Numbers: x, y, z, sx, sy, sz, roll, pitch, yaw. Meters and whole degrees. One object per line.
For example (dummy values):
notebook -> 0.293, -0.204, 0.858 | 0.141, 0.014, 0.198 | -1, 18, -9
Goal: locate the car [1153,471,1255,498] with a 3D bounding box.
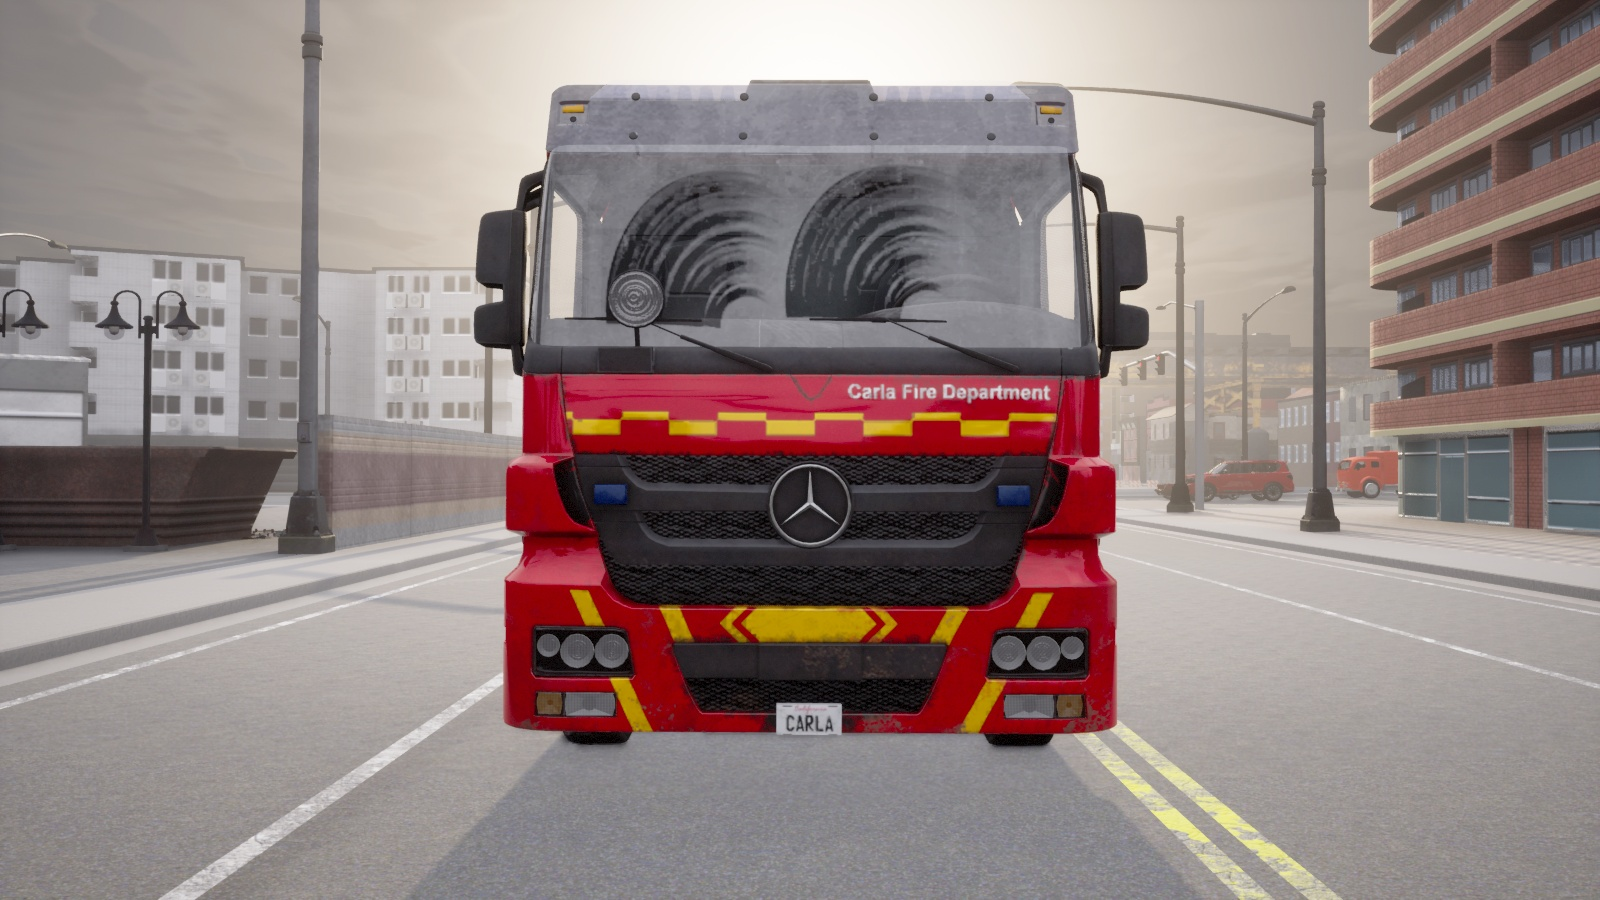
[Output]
car -> 21.271, 1.809, 66.245 | 4.718, 1.301, 1.895 | -1, -1, 1

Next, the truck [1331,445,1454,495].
truck -> 31.079, 1.034, 66.009 | 5.204, 2.467, 2.627 | -1, -1, 1

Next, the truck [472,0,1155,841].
truck -> 0.070, -0.190, 9.582 | 2.891, 3.827, 8.468 | 0, -1, 0

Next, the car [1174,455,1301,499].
car -> 21.796, 1.356, 62.725 | 5.566, 2.045, 2.150 | -1, -1, 2
